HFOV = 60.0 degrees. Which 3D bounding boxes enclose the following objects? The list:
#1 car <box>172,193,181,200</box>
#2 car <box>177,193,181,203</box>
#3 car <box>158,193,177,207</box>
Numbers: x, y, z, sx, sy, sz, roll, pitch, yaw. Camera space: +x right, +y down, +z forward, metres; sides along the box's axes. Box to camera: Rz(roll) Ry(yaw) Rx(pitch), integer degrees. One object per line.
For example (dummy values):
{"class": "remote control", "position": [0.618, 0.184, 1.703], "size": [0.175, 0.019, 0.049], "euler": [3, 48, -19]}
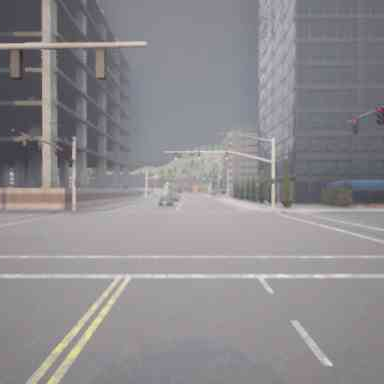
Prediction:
{"class": "car", "position": [-3.521, 1.053, 76.784], "size": [1.812, 1.442, 4.674], "euler": [0, 0, 0]}
{"class": "car", "position": [-3.549, 1.083, 61.802], "size": [2.097, 1.767, 4.553], "euler": [0, 0, 1]}
{"class": "car", "position": [-3.590, 1.287, 46.217], "size": [2.128, 1.511, 4.902], "euler": [0, 1, 0]}
